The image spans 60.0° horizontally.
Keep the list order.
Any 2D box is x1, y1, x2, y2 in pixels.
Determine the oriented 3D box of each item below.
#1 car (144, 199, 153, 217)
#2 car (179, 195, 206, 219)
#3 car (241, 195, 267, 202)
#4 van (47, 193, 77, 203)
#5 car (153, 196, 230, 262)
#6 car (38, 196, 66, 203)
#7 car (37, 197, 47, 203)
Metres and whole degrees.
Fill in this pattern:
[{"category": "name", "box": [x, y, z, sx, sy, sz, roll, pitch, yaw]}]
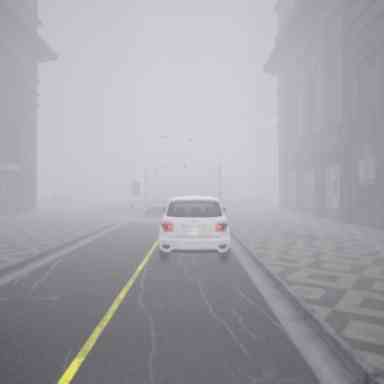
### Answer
[{"category": "car", "box": [-3.093, 1.315, 29.947, 1.882, 1.535, 5.008, 0, 0, 0]}, {"category": "car", "box": [0.083, 1.201, 28.112, 2.097, 1.767, 4.553, 0, 0, 0]}, {"category": "car", "box": [11.631, 1.218, 62.554, 4.829, 1.417, 1.752, 0, 0, 0]}, {"category": "van", "box": [-20.754, 1.037, 53.892, 3.998, 1.788, 1.690, 0, 0, 0]}, {"category": "car", "box": [0.082, 1.157, 12.011, 2.150, 2.045, 5.566, 0, 0, 0]}, {"category": "car", "box": [-26.291, 1.362, 62.425, 4.507, 1.381, 1.887, 0, 0, 0]}, {"category": "car", "box": [-26.279, 1.261, 53.871, 4.507, 1.381, 1.887, 0, 0, 0]}]
